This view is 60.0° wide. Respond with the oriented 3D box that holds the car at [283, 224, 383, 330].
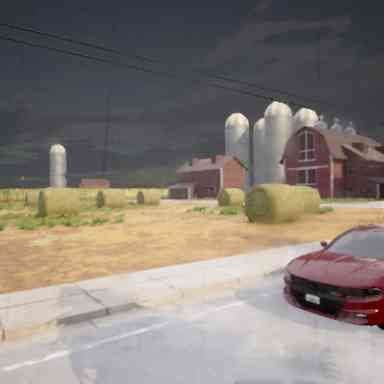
[{"bbox_3d":[3.981,1.439,6.895,5.008,1.535,1.882,-1,0,-36],"label":"car"}]
